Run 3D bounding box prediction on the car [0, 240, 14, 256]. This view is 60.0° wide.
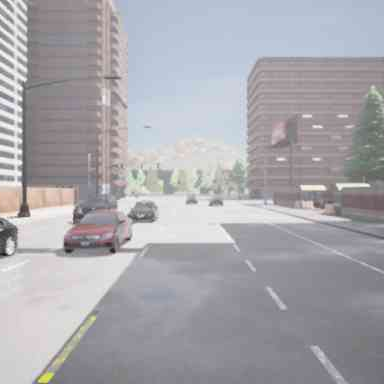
[{"bbox_3d":[-3.597,1.494,2.510,1.837,1.490,4.892,0,0,0],"label":"car"}]

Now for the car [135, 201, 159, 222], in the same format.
[{"bbox_3d":[-3.507,1.440,24.840,1.837,1.490,4.892,0,0,0],"label":"car"}]

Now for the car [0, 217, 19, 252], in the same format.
[{"bbox_3d":[-7.094,1.459,9.965,1.837,1.490,4.892,0,0,0],"label":"car"}]

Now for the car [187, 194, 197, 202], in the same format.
[{"bbox_3d":[-0.019,1.164,64.557,1.882,1.535,5.008,0,0,0],"label":"car"}]

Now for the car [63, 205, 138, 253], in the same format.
[{"bbox_3d":[-3.585,1.461,13.488,1.812,1.442,4.674,0,0,0],"label":"car"}]

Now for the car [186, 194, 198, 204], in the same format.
[{"bbox_3d":[-0.016,1.338,54.417,1.895,1.301,4.718,0,0,0],"label":"car"}]

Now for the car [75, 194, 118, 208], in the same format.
[{"bbox_3d":[-7.007,1.192,24.808,2.150,2.045,5.566,0,0,0],"label":"car"}]

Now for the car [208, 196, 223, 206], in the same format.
[{"bbox_3d":[3.486,1.291,48.312,1.812,1.442,4.674,0,0,0],"label":"car"}]
